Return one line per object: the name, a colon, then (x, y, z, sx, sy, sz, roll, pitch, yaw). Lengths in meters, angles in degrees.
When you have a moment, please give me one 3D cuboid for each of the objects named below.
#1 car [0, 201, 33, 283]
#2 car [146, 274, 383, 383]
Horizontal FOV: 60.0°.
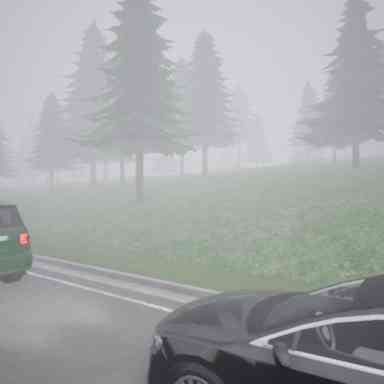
car: (-6.293, 1.226, 8.447, 5.566, 2.045, 2.150, 0, 0, 36)
car: (1.771, 1.492, 2.729, 4.902, 1.511, 2.128, 0, 0, 36)
